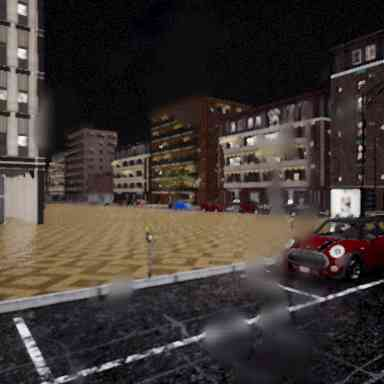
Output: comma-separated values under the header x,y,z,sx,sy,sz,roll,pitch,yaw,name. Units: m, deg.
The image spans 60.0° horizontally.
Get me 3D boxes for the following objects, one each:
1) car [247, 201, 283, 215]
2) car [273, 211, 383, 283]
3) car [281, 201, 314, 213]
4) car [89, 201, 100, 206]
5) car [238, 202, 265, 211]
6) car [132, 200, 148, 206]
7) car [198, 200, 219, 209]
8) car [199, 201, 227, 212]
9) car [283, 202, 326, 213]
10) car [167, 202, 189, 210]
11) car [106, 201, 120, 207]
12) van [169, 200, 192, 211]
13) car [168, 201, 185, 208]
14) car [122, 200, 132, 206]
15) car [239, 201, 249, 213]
x,y,z,sx,sy,sz,roll,pitch,yaw,name
9.332,2.174,40.589,2.008,1.369,4.403,-1,0,-36,car
4.550,1.500,9.816,4.097,1.590,1.967,0,-1,-36,car
15.015,2.087,47.469,1.967,1.590,4.097,-1,0,-36,car
-26.504,3.065,90.276,1.887,1.381,4.507,-1,0,-36,car
9.753,2.358,54.648,1.802,1.307,4.206,-1,0,-36,car
-13.185,2.788,86.172,1.967,1.590,4.097,-1,0,-36,car
3.156,2.380,63.625,1.967,1.590,4.097,-1,0,-36,car
3.250,2.320,49.062,1.887,1.381,4.507,-1,0,-36,car
12.600,2.093,36.079,2.008,1.369,4.403,-1,0,-36,car
-2.619,2.554,61.910,1.994,1.385,4.181,0,-1,-36,car
-19.969,2.907,81.256,2.008,1.369,4.403,-1,0,-36,car
-1.672,2.240,55.947,1.690,1.788,3.998,-1,0,-36,van
-3.380,2.685,72.641,1.802,1.307,4.206,-1,0,-36,car
-16.449,2.995,90.681,1.947,1.339,4.313,-1,0,-36,car
8.662,2.044,46.177,2.097,1.767,4.553,0,-1,-36,car
